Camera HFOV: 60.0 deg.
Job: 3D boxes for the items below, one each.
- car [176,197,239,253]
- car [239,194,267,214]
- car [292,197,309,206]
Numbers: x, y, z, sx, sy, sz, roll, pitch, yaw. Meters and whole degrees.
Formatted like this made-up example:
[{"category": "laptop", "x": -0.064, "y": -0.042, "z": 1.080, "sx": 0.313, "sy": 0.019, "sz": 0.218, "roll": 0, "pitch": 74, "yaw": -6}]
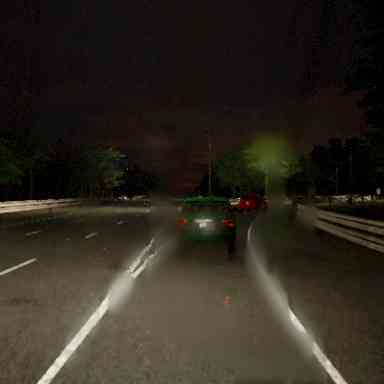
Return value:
[{"category": "car", "x": 0.759, "y": 1.228, "z": 13.911, "sx": 2.150, "sy": 2.045, "sz": 5.566, "roll": 0, "pitch": 0, "yaw": 8}, {"category": "car", "x": 6.625, "y": 1.236, "z": 35.903, "sx": 2.150, "sy": 2.045, "sz": 5.566, "roll": 0, "pitch": 0, "yaw": 23}, {"category": "car", "x": 18.255, "y": 1.544, "z": 55.655, "sx": 1.837, "sy": 1.490, "sz": 4.892, "roll": -1, "pitch": -1, "yaw": 38}]
